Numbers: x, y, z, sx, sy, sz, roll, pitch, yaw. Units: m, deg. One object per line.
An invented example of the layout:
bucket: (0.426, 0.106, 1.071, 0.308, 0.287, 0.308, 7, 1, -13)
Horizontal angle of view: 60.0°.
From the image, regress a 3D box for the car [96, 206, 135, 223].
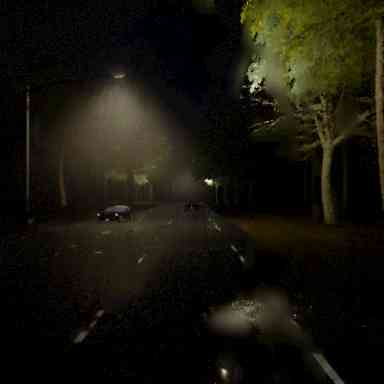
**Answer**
car: (-6.200, 1.819, 27.411, 1.895, 1.301, 4.718, 0, 0, 6)

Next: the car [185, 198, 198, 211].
car: (-0.033, 1.911, 48.233, 1.837, 1.490, 4.892, 0, -1, 0)
